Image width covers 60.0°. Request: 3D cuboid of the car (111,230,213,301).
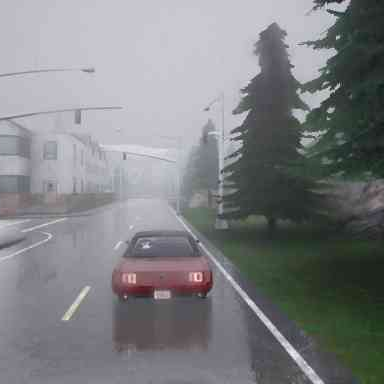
[{"bbox_3d":[-0.726,1.601,8.317,1.895,1.301,4.718,0,0,-5],"label":"car"}]
